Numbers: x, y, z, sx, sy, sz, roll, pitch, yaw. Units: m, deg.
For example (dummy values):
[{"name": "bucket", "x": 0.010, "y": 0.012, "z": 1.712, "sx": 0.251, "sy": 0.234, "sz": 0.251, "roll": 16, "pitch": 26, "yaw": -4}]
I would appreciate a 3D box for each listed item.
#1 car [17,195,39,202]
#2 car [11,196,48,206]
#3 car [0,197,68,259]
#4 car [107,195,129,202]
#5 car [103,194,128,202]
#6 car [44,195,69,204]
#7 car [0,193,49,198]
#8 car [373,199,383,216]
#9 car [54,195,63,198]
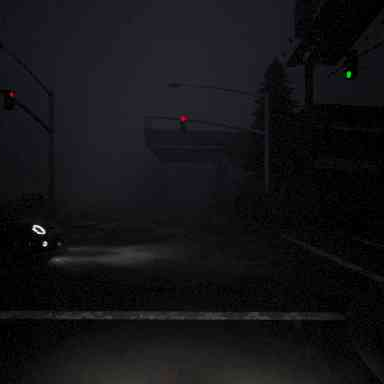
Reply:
[{"name": "car", "x": -35.165, "y": 1.383, "z": 71.248, "sx": 3.806, "sy": 1.475, "sz": 1.970, "roll": 0, "pitch": 0, "yaw": -1}, {"name": "car", "x": -24.067, "y": 1.297, "z": 49.337, "sx": 4.514, "sy": 1.523, "sz": 2.007, "roll": 0, "pitch": 0, "yaw": -1}, {"name": "car", "x": -6.781, "y": 1.179, "z": 11.190, "sx": 4.553, "sy": 1.767, "sz": 2.097, "roll": 1, "pitch": 0, "yaw": -5}, {"name": "car", "x": -16.573, "y": 1.338, "z": 74.364, "sx": 4.514, "sy": 1.523, "sz": 2.007, "roll": 0, "pitch": 0, "yaw": -1}, {"name": "car", "x": -16.499, "y": 1.329, "z": 71.228, "sx": 5.027, "sy": 1.636, "sz": 2.152, "roll": 0, "pitch": 0, "yaw": -1}, {"name": "car", "x": -24.092, "y": 1.318, "z": 59.330, "sx": 3.633, "sy": 1.501, "sz": 1.845, "roll": 0, "pitch": 0, "yaw": -1}, {"name": "car", "x": -16.804, "y": 1.076, "z": 33.643, "sx": 3.866, "sy": 1.878, "sz": 1.905, "roll": 0, "pitch": 0, "yaw": -1}, {"name": "car", "x": 17.199, "y": 1.480, "z": 33.326, "sx": 2.242, "sy": 1.667, "sz": 4.611, "roll": 0, "pitch": 0, "yaw": -1}, {"name": "car", "x": -16.215, "y": 1.360, "z": 36.971, "sx": 3.806, "sy": 1.475, "sz": 1.970, "roll": 0, "pitch": 0, "yaw": -1}]
